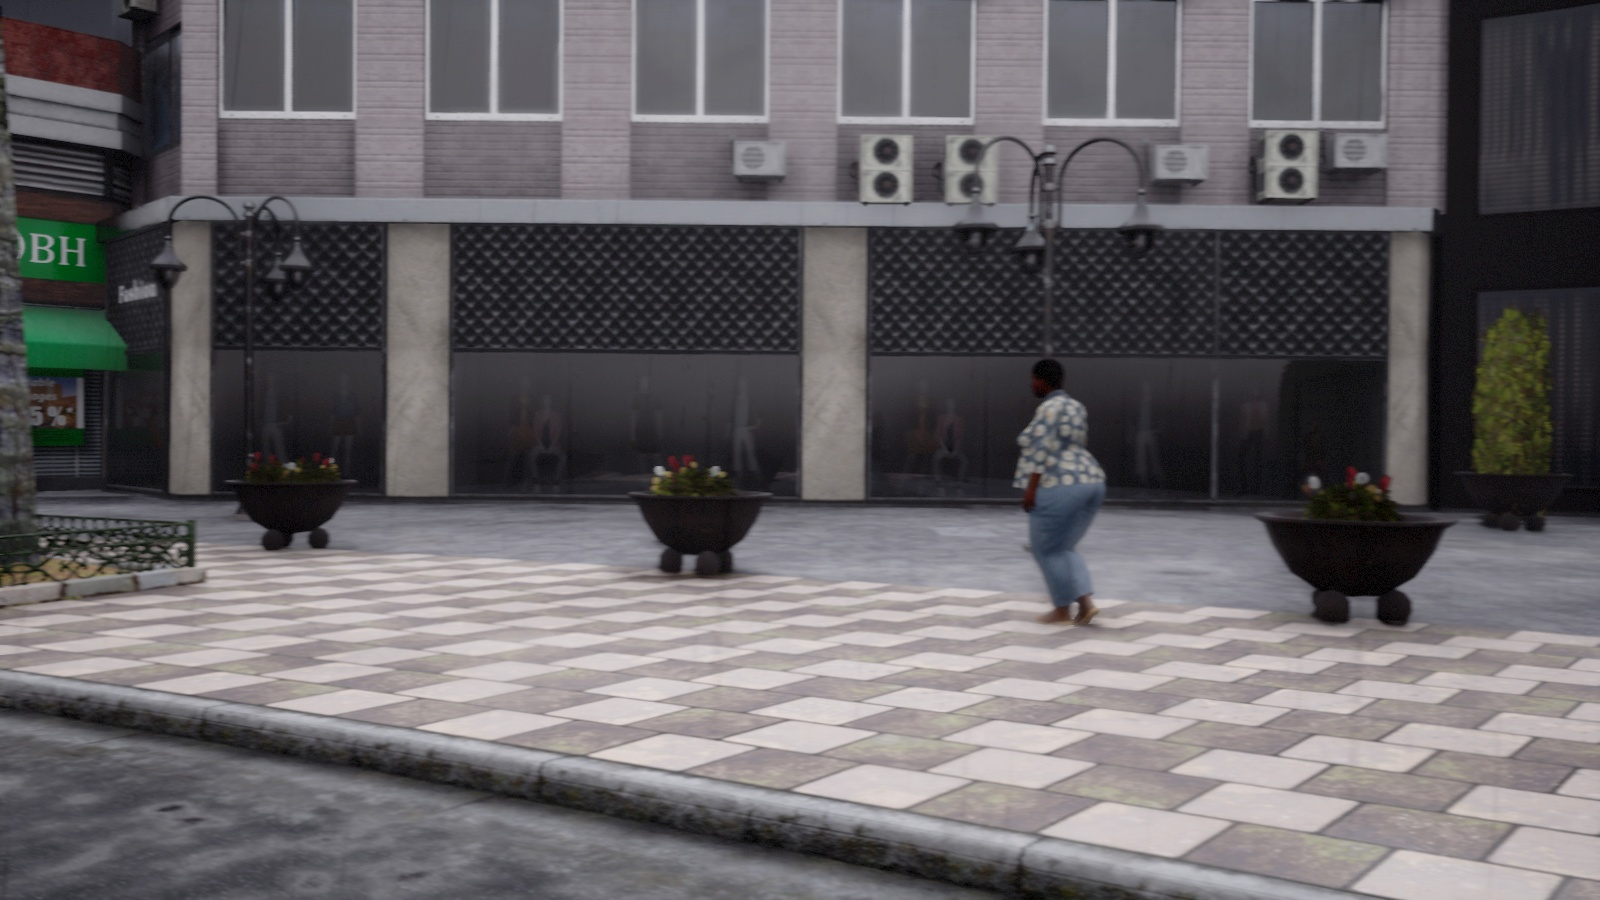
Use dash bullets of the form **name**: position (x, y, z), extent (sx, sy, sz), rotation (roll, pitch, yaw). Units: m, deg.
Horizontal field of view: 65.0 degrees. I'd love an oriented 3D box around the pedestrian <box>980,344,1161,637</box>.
- **pedestrian**: position (1.852, 0.248, 8.560), extent (0.900, 1.855, 0.874), rotation (0, 1, 38)
